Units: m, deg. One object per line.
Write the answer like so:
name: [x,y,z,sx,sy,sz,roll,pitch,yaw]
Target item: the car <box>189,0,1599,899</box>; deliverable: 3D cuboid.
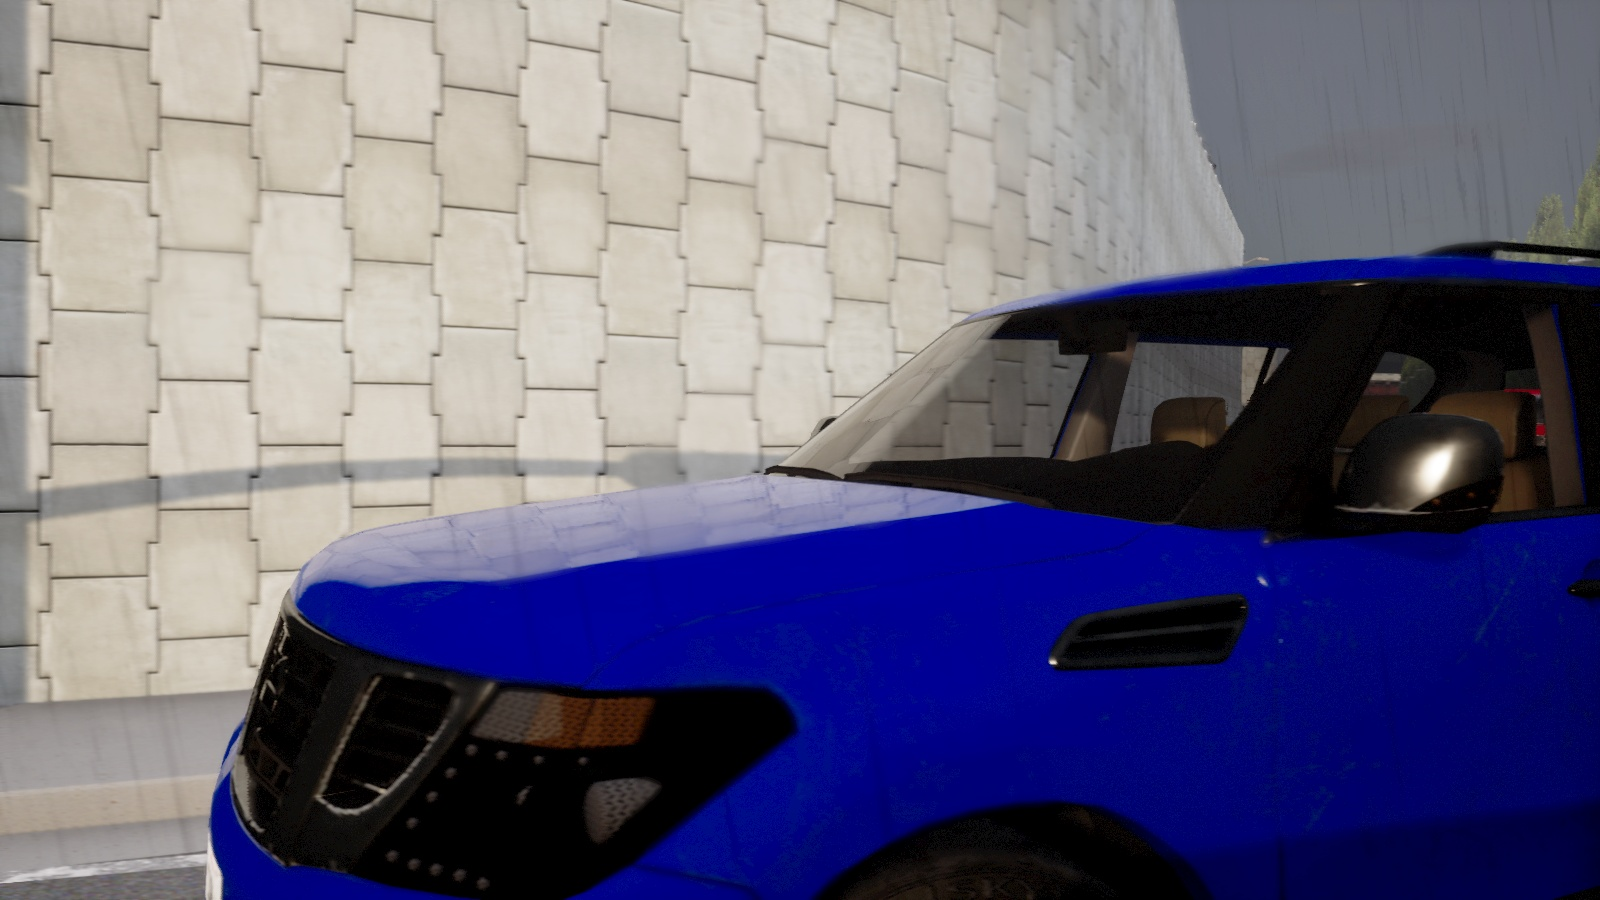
car: [1.365,0.443,3.680,5.566,2.045,2.150,-1,1,-28]
